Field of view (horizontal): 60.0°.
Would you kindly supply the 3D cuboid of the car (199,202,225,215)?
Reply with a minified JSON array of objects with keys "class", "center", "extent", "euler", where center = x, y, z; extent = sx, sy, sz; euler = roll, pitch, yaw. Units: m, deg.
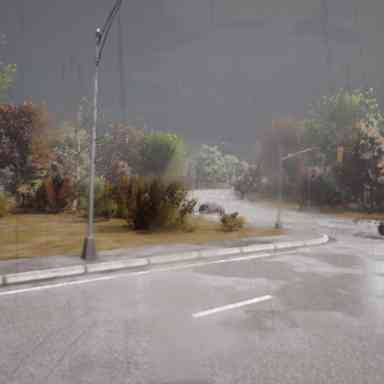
[{"class":"car","center":[2.378,1.903,39.229],"extent":[1.994,1.385,4.181],"euler":[2,1,-19]}]

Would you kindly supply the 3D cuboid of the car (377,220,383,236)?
[{"class":"car","center":[12.365,1.988,17.400],"extent":[1.837,1.490,4.892],"euler":[2,-1,-30]}]
